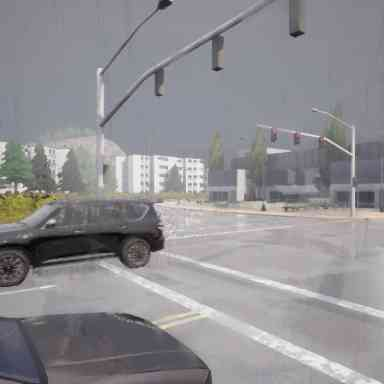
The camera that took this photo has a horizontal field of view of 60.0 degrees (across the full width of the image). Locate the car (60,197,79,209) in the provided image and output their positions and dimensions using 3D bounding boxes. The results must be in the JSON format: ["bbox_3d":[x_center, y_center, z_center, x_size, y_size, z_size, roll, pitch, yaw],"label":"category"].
[{"bbox_3d":[-17.453,1.492,47.628,2.128,1.511,4.902,0,0,-14],"label":"car"}]

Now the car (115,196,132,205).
[{"bbox_3d":[-12.061,1.492,58.853,2.128,1.511,4.902,0,0,-4],"label":"car"}]

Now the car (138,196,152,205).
[{"bbox_3d":[-8.632,1.505,61.169,1.837,1.490,4.892,0,0,-1],"label":"car"}]

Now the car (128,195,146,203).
[{"bbox_3d":[-11.381,1.477,68.885,1.882,1.535,5.008,0,0,14],"label":"car"}]

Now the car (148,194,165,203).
[{"bbox_3d":[-7.538,1.354,70.934,2.097,1.767,4.553,0,0,17],"label":"car"}]

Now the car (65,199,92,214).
[{"bbox_3d":[-12.235,1.525,35.588,1.812,1.442,4.674,0,0,-31],"label":"car"}]

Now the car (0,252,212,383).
[{"bbox_3d":[-2.361,1.547,2.080,5.357,1.411,2.033,0,0,-35],"label":"car"}]

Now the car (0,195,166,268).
[{"bbox_3d":[-3.430,1.221,9.615,5.566,2.045,2.150,0,1,-35],"label":"car"}]

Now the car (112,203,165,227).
[{"bbox_3d":[-3.911,1.564,23.903,1.994,1.385,4.181,0,0,-37],"label":"car"}]
